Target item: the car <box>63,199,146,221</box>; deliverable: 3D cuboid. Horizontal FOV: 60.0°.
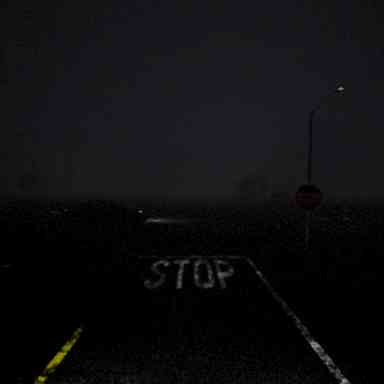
[{"bbox_3d":[-5.916,1.192,22.734,5.357,1.411,2.033,0,1,0],"label":"car"}]
